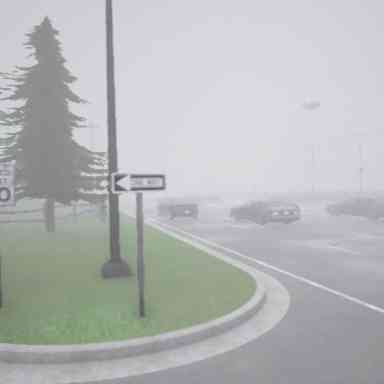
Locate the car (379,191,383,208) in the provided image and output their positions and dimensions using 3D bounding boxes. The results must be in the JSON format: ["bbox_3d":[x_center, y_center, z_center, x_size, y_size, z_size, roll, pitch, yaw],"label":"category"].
[{"bbox_3d":[19.561,0.611,29.690,4.892,1.490,1.837,-1,1,27],"label":"car"}]

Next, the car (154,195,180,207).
[{"bbox_3d":[-3.016,1.022,39.530,1.895,1.301,4.718,-2,1,-20],"label":"car"}]

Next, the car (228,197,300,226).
[{"bbox_3d":[4.053,1.139,19.628,2.033,1.411,5.357,-2,1,-20],"label":"car"}]

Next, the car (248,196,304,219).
[{"bbox_3d":[6.041,1.036,24.488,1.994,1.385,4.181,-2,1,-20],"label":"car"}]

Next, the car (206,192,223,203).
[{"bbox_3d":[2.558,0.747,44.725,1.812,1.442,4.674,-2,1,-19],"label":"car"}]

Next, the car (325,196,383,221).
[{"bbox_3d":[10.953,0.971,21.108,2.033,1.411,5.357,-2,1,-20],"label":"car"}]

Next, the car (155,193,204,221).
[{"bbox_3d":[-1.148,1.111,23.808,1.882,1.535,5.008,-2,1,-20],"label":"car"}]

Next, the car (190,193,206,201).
[{"bbox_3d":[-0.375,0.809,42.538,2.128,1.511,4.902,-2,1,-20],"label":"car"}]
